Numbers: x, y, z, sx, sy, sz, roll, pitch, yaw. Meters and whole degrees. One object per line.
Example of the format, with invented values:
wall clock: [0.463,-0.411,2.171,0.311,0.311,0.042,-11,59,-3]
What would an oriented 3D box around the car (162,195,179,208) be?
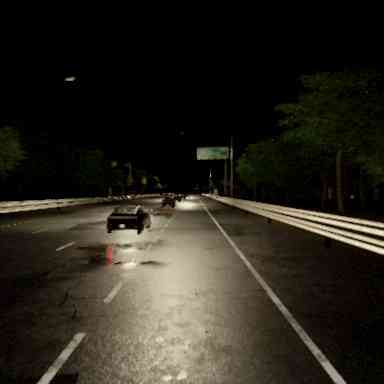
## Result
car: [-3.375,1.506,48.743,1.837,1.490,4.892,0,0,0]

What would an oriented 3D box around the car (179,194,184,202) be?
car: [-3.227,1.500,73.936,1.812,1.442,4.674,0,0,0]

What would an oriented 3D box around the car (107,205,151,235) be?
car: [-3.482,1.495,19.025,2.128,1.511,4.902,0,0,0]
